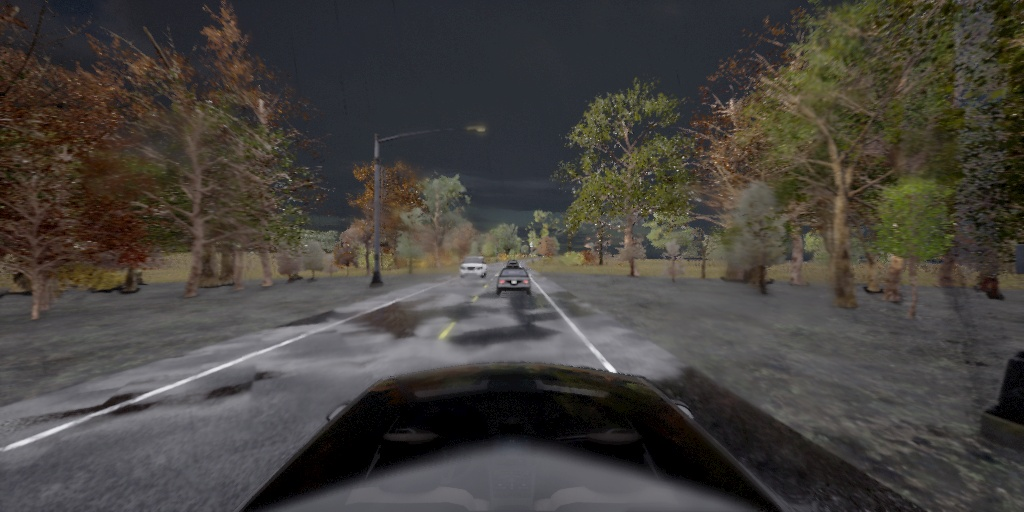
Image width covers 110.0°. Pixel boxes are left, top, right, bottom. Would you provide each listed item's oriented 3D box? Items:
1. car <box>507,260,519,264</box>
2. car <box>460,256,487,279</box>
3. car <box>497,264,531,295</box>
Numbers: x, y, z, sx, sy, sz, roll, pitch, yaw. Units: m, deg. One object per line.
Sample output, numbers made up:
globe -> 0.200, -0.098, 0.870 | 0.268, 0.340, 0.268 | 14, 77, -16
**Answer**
car -> 0.120, 1.389, 54.652 | 1.837, 1.490, 4.892 | 0, 0, 0
car -> -3.568, 1.053, 34.290 | 2.150, 2.045, 5.566 | 0, 0, 0
car -> 0.104, 1.344, 20.302 | 2.033, 1.411, 5.357 | 0, 0, 0
